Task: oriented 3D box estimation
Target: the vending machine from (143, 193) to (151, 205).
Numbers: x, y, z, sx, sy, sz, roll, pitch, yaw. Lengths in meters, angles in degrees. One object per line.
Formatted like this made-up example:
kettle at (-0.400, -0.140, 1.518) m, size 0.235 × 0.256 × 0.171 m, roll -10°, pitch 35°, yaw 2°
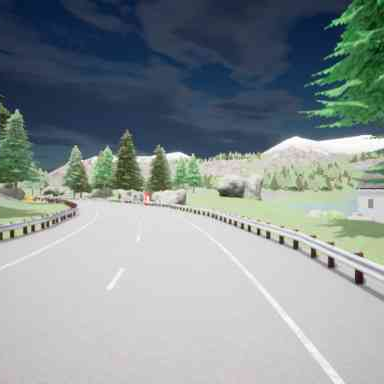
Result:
vending machine at (-7.803, 1.178, 57.539) m, size 1.100 × 2.100 × 0.880 m, roll 0°, pitch 0°, yaw -26°
